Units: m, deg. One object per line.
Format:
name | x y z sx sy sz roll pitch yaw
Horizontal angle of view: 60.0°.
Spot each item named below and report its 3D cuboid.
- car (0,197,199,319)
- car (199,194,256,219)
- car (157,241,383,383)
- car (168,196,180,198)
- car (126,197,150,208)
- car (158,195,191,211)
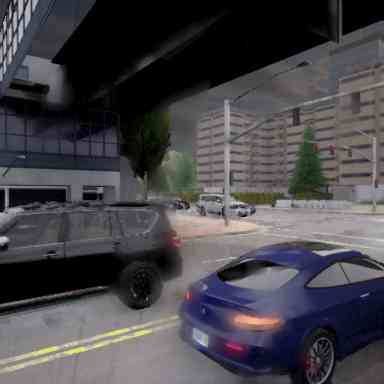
car | -2.786 1.221 6.309 5.566 2.045 2.150 0 0 -36
car | 2.654 1.223 29.494 2.150 2.045 5.566 0 0 -35
car | 1.980 1.525 5.210 4.674 1.442 1.812 0 0 -35
car | -3.630 1.491 38.213 2.128 1.511 4.902 0 0 -36
car | -8.269 1.563 50.644 1.994 1.385 4.181 0 0 -36
car | -2.263 1.350 42.300 2.097 1.767 4.553 0 0 -36
